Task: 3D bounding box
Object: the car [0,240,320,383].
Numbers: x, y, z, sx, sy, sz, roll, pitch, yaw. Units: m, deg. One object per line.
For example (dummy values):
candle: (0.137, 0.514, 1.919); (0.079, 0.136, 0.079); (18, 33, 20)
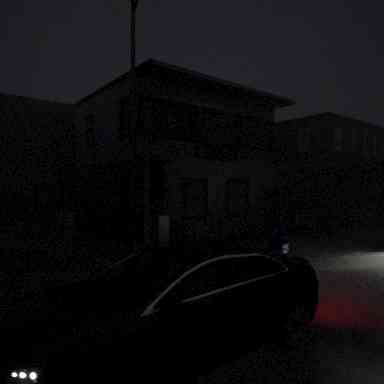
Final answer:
car: (-0.175, 1.491, 4.552); (4.902, 1.511, 2.128); (0, 0, -39)
